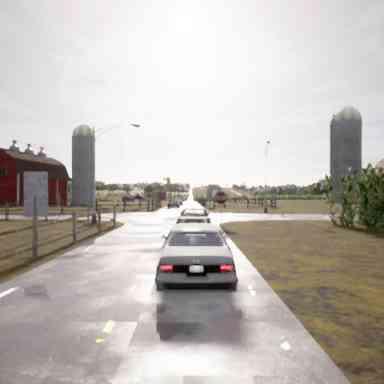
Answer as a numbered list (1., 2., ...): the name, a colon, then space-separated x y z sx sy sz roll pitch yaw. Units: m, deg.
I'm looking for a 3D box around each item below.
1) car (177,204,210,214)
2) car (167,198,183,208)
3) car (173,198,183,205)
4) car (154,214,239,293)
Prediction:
1. car: 0.182 1.651 20.627 1.895 1.301 4.718 0 0 2
2. car: -2.922 1.910 52.565 1.895 1.301 4.718 0 -1 0
3. car: -2.867 1.977 69.337 1.882 1.535 5.008 0 -1 0
4. car: 0.083 1.555 9.011 2.033 1.411 5.357 0 0 0
